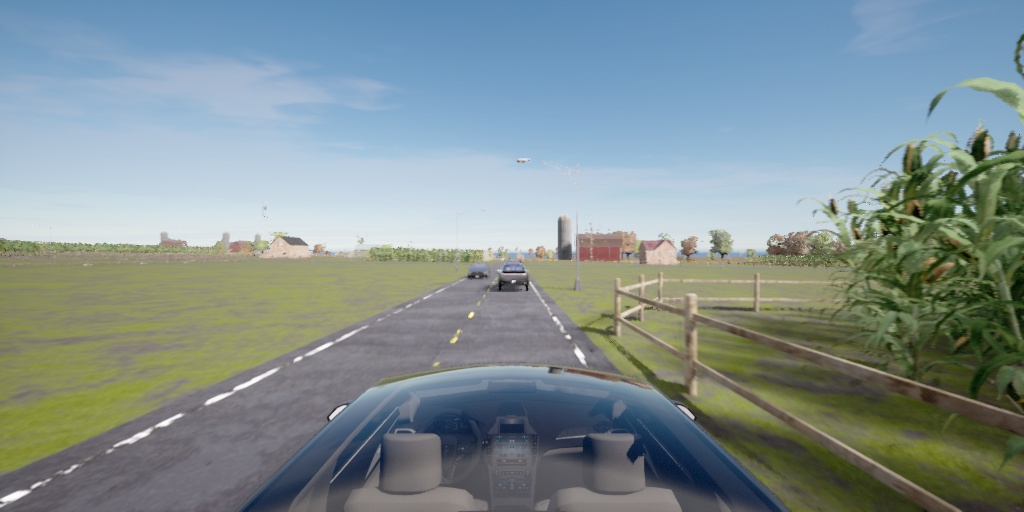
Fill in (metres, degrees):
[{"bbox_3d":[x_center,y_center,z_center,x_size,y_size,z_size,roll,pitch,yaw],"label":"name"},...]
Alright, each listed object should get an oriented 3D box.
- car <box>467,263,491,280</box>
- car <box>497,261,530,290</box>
[{"bbox_3d":[-2.856,1.304,32.192,2.033,1.411,5.357,0,0,0],"label":"car"},{"bbox_3d":[0.092,1.243,22.513,2.128,1.511,4.902,0,0,0],"label":"car"}]
